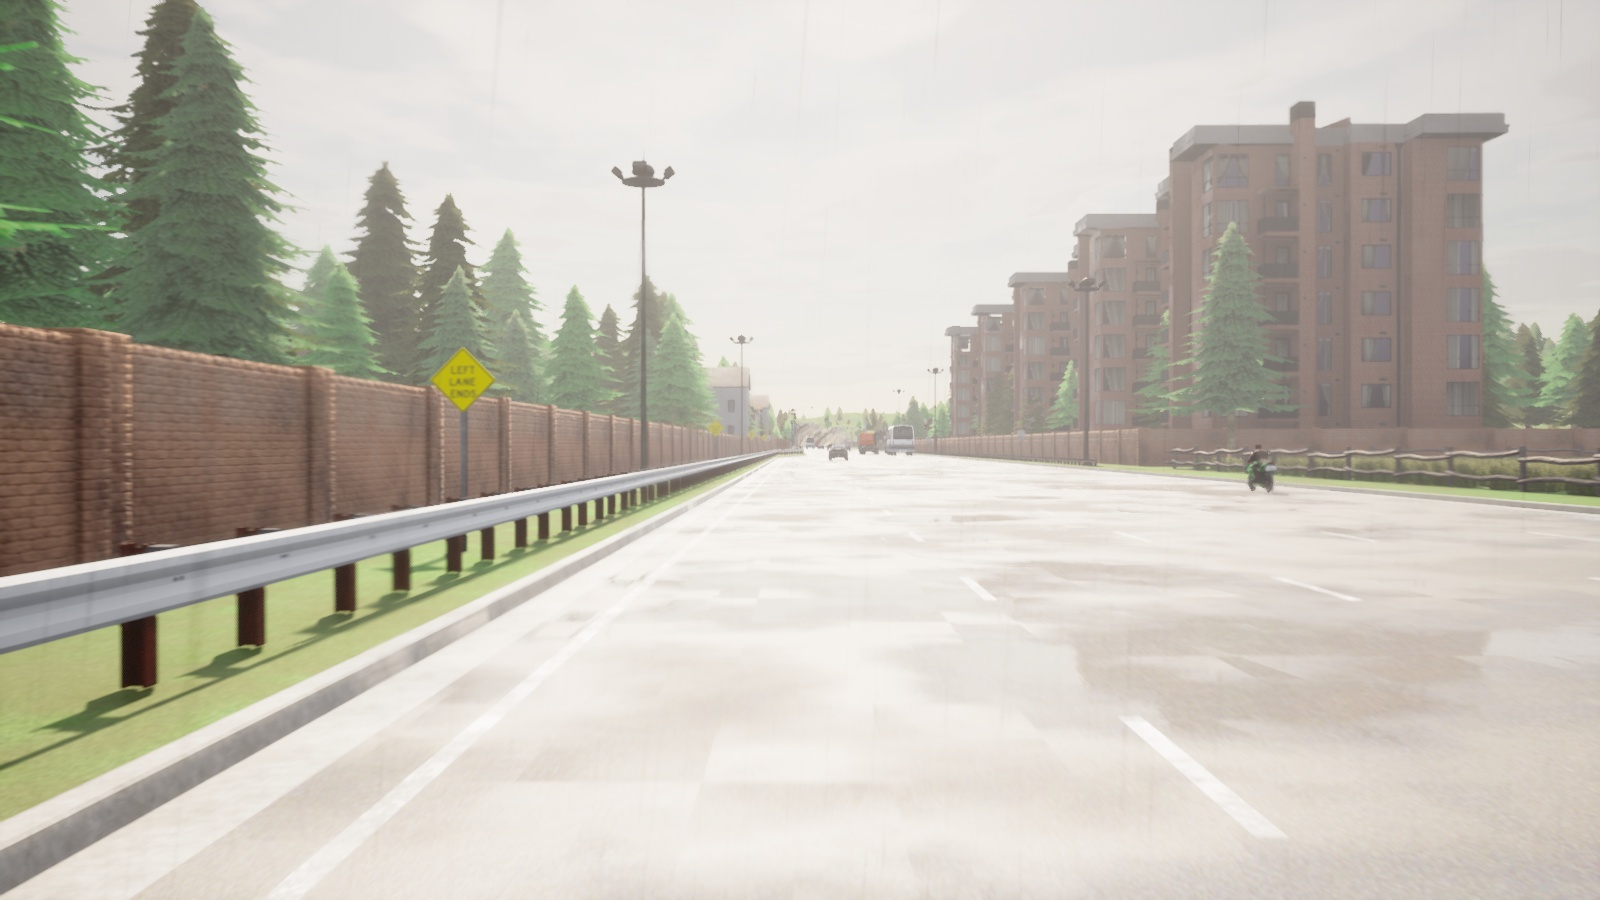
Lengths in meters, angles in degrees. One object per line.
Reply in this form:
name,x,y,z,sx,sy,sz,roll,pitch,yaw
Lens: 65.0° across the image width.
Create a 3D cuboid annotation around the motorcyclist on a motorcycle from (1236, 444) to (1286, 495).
motorcyclist on a motorcycle,14.237,0.585,38.804,0.797,1.523,2.044,0,0,0
